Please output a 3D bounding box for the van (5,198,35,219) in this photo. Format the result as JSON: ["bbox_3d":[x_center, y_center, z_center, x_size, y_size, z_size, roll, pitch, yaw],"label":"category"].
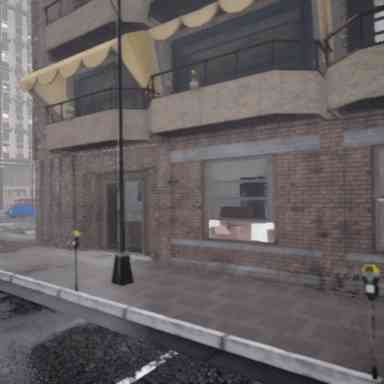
[{"bbox_3d":[-14.208,1.412,29.333,1.690,1.788,3.998,-1,-1,36],"label":"van"}]
